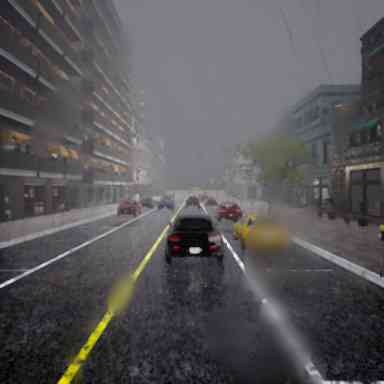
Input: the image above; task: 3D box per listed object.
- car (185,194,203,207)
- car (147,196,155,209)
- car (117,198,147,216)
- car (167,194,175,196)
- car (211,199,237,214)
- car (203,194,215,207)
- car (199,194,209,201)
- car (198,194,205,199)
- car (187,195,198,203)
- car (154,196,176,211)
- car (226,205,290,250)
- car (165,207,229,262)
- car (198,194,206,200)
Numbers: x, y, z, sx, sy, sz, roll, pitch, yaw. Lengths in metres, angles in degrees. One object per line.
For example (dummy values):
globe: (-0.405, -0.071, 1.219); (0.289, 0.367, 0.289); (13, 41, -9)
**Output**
car: (0.109, 1.339, 44.428); (1.837, 1.490, 4.892); (0, 0, 0)
car: (-5.691, 1.409, 42.113); (1.947, 1.339, 4.313); (-1, 0, 0)
car: (-5.693, 1.429, 30.758); (1.887, 1.381, 4.507); (-1, 0, 0)
car: (-5.684, 1.287, 76.178); (1.947, 1.339, 4.313); (-1, 0, 0)
car: (2.686, 1.450, 25.050); (1.887, 1.381, 4.507); (-1, 0, 0)
car: (2.691, 1.405, 47.760); (1.802, 1.307, 4.206); (-1, 0, 0)
car: (2.697, 1.272, 76.147); (2.008, 1.369, 4.403); (-1, 0, 0)
car: (2.700, 1.186, 93.349); (1.752, 1.417, 4.829); (-1, 0, 0)
car: (0.114, 1.318, 62.136); (2.033, 1.411, 5.357); (0, 0, 0)
car: (-2.992, 1.458, 39.085); (1.895, 1.301, 4.718); (0, 0, 0)
car: (2.684, 1.473, 13.866); (1.752, 1.417, 4.829); (-1, 0, 0)
car: (0.058, 1.481, 11.757); (1.812, 1.442, 4.674); (0, 0, -1)
car: (2.699, 1.226, 87.502); (1.887, 1.381, 4.507); (-1, 0, 0)
